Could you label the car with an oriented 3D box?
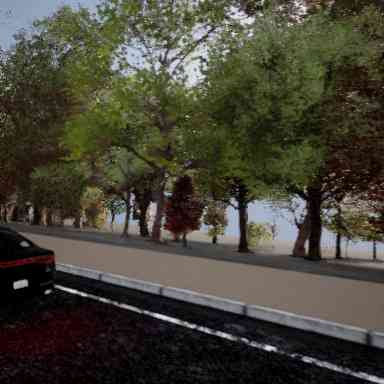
[{"bbox_3d":[-5.008,1.452,7.253,5.008,1.535,1.882,0,0,35],"label":"car"}]
